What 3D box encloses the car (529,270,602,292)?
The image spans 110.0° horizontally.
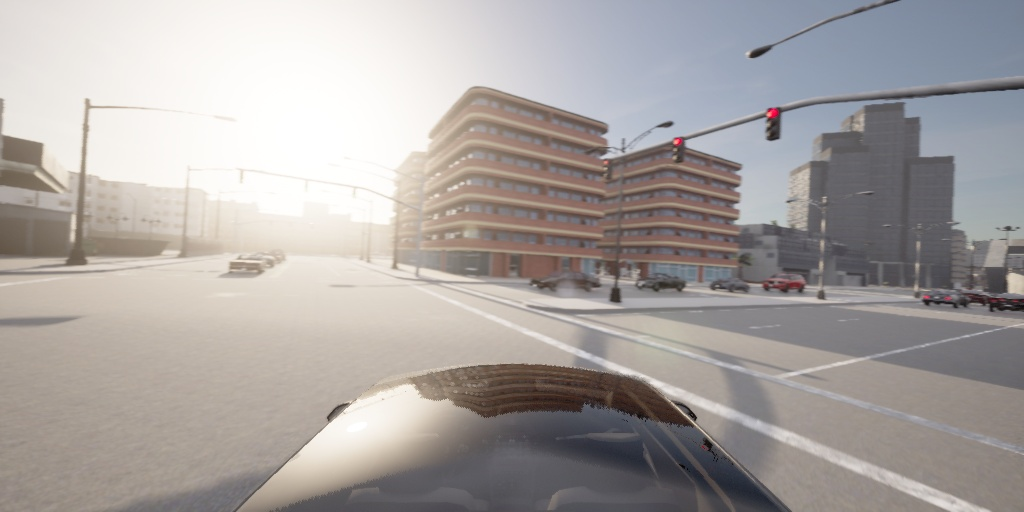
[{"bbox_3d":[3.868,1.733,25.442,5.357,1.411,2.033,3,-1,-29],"label":"car"}]

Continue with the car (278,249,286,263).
[{"bbox_3d":[-28.749,0.168,43.000,1.895,1.301,4.718,3,-1,-30],"label":"car"}]

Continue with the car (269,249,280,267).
[{"bbox_3d":[-23.865,0.317,34.363,1.994,1.385,4.181,3,-1,-30],"label":"car"}]

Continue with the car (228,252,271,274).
[{"bbox_3d":[-18.911,0.543,25.776,1.895,1.301,4.718,3,-1,-30],"label":"car"}]

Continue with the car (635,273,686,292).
[{"bbox_3d":[12.563,2.198,30.260,4.902,1.511,2.128,3,-1,-29],"label":"car"}]

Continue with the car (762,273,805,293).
[{"bbox_3d":[30.470,3.000,40.134,5.566,2.045,2.150,3,-1,-29],"label":"car"}]

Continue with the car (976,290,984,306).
[{"bbox_3d":[45.374,4.025,35.192,5.008,1.535,1.882,3,-1,-29],"label":"car"}]

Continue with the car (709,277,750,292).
[{"bbox_3d":[21.295,2.794,35.105,4.181,1.385,1.994,3,-1,-30],"label":"car"}]

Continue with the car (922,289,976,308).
[{"bbox_3d":[36.760,3.578,30.366,5.357,1.411,2.033,3,-1,-29],"label":"car"}]

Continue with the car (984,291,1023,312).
[{"bbox_3d":[37.959,3.542,27.035,5.008,1.535,1.882,3,-1,-28],"label":"car"}]
